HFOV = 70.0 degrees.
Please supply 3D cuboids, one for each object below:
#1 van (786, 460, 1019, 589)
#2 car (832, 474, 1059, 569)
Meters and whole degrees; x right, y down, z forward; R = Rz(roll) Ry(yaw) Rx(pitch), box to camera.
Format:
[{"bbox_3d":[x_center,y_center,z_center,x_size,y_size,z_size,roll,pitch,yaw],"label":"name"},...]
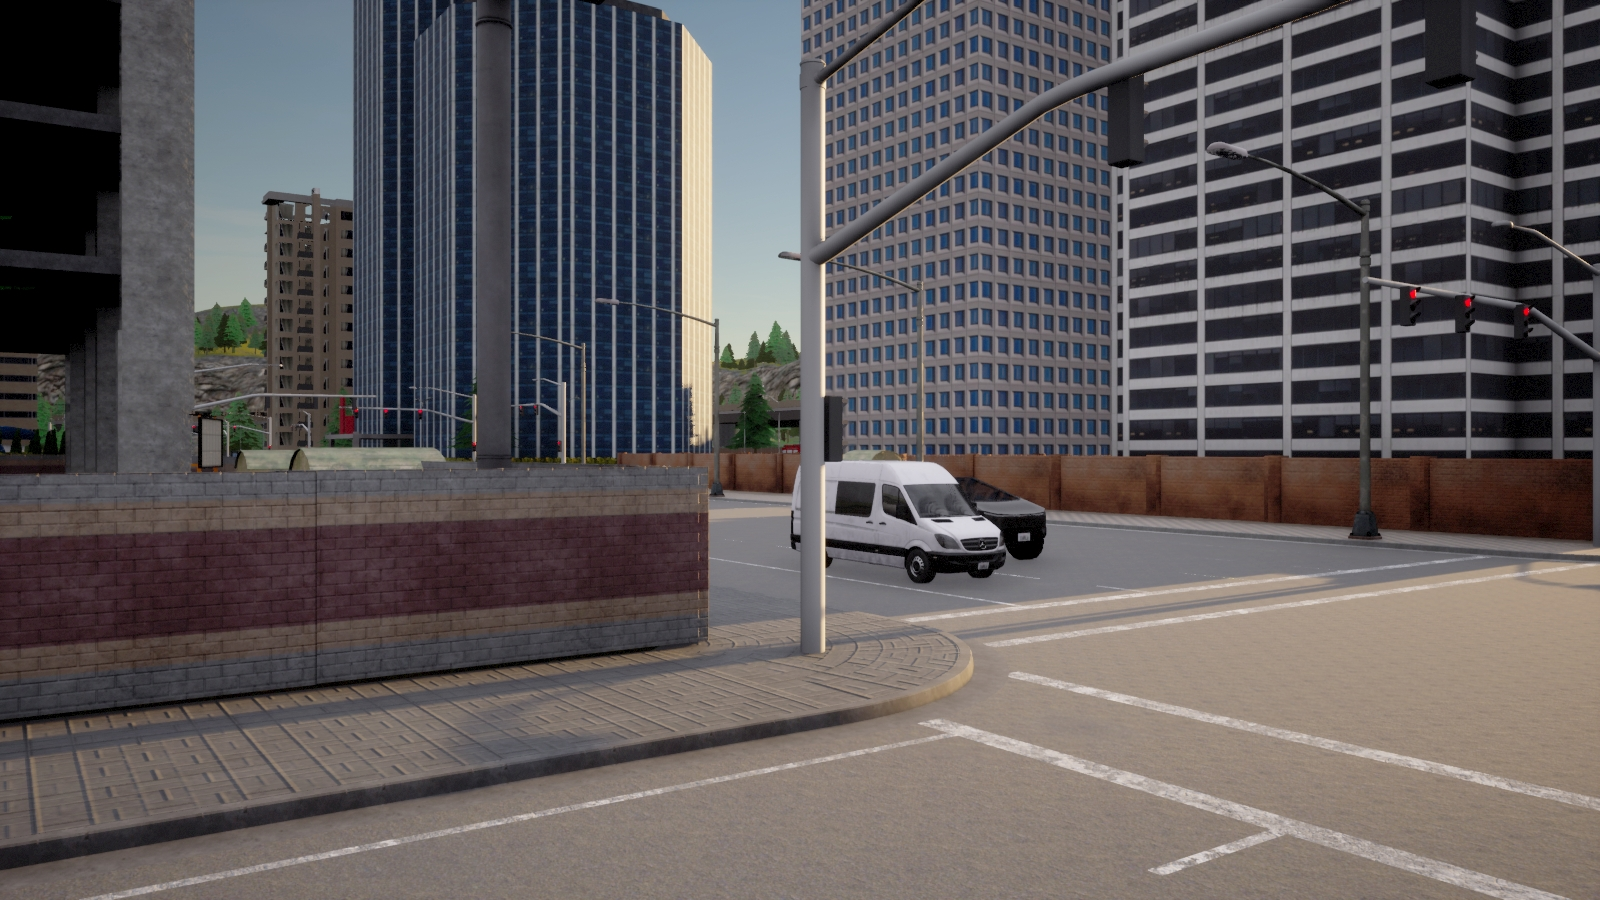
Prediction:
[{"bbox_3d":[2.162,1.533,26.216,1.988,2.561,5.915,0,0,-35],"label":"van"},{"bbox_3d":[3.654,1.752,30.193,2.390,2.098,6.274,0,0,-35],"label":"car"}]
